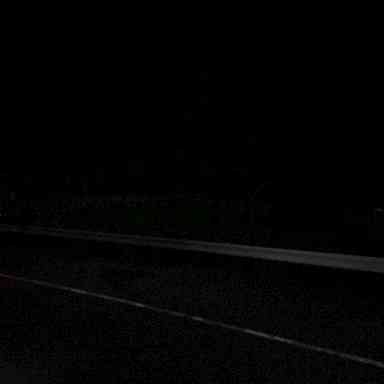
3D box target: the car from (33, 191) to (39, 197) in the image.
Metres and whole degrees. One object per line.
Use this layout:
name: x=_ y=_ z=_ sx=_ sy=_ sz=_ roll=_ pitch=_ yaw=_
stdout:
car: x=-38.463 y=0.650 z=84.558 sx=2.150 sy=2.045 sz=5.566 roll=0 pitch=0 yaw=-3

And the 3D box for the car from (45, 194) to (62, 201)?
car: x=-34.956 y=1.333 z=84.185 sx=2.128 sy=1.511 sz=4.902 roll=0 pitch=0 yaw=1

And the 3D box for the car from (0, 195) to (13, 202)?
car: x=-39.851 y=1.322 z=69.180 sx=1.882 sy=1.535 sz=5.008 roll=0 pitch=0 yaw=13

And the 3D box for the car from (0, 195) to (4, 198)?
car: x=-33.585 y=1.441 z=54.147 sx=1.994 sy=1.385 sz=4.181 roll=0 pitch=0 yaw=20

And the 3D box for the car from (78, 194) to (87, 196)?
car: x=-27.961 y=1.328 z=84.205 sx=2.128 sy=1.511 sz=4.902 roll=0 pitch=0 yaw=1

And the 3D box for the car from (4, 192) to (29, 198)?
car: x=-36.300 y=1.069 z=69.069 sx=2.150 sy=2.045 sz=5.566 roll=0 pitch=0 yaw=13

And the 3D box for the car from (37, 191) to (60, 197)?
car: x=-29.216 y=1.200 z=68.880 sx=2.097 sy=1.767 sz=4.553 roll=0 pitch=0 yaw=13
